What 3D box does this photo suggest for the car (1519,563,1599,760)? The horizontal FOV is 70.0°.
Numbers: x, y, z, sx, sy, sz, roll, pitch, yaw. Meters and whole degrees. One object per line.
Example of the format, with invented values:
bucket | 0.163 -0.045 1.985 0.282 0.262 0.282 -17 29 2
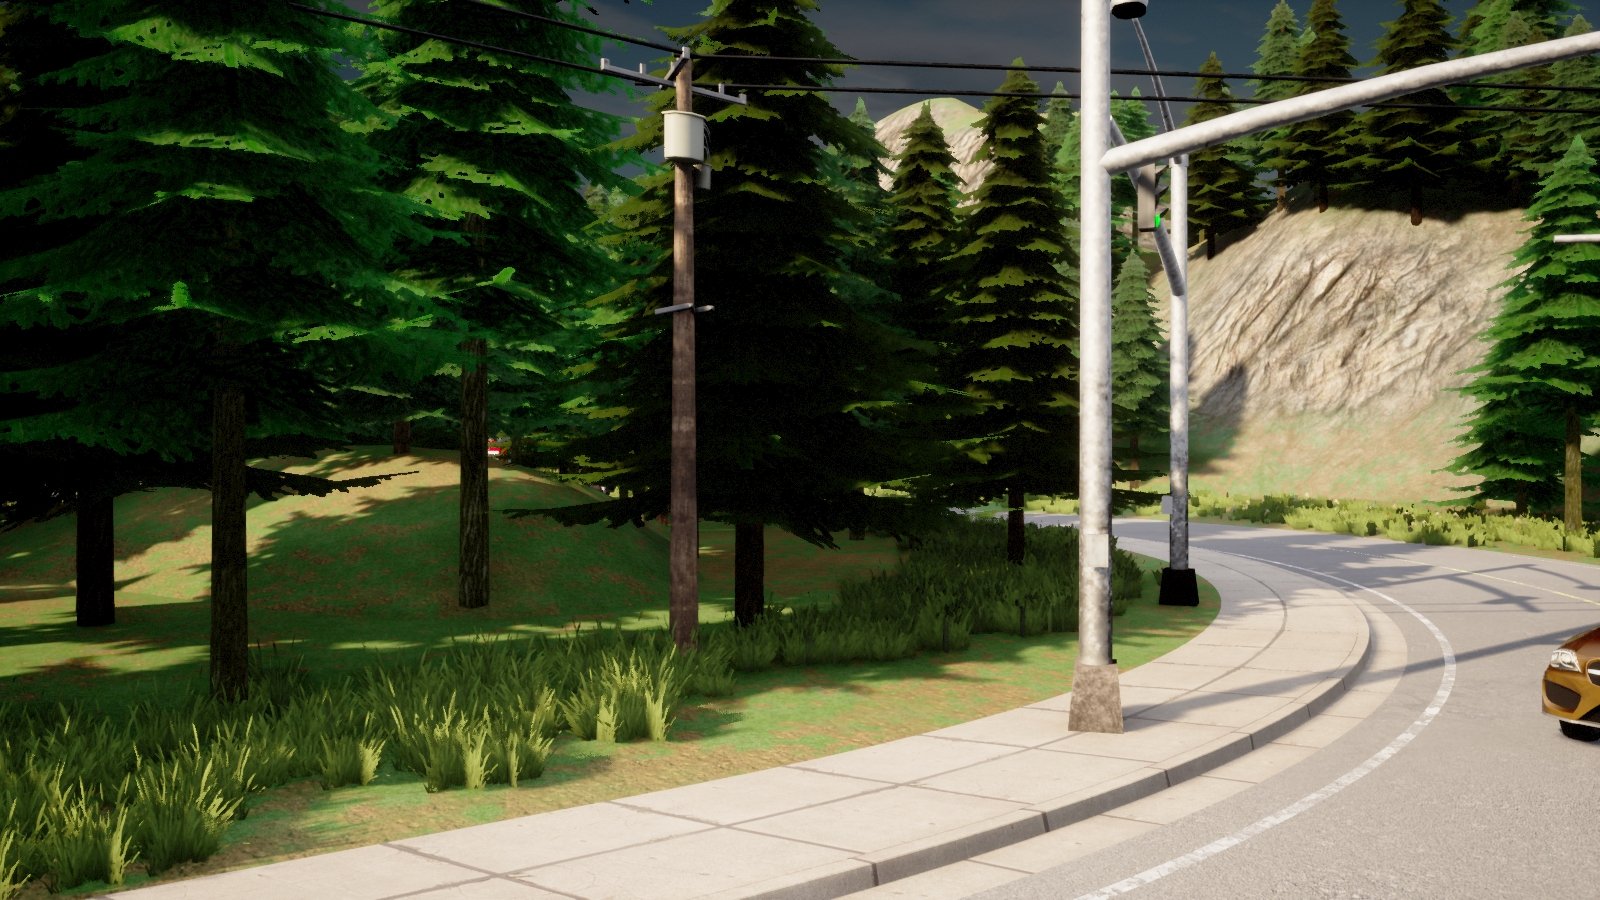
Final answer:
car | 9.577 1.970 11.147 5.027 1.651 2.152 0 0 -29
